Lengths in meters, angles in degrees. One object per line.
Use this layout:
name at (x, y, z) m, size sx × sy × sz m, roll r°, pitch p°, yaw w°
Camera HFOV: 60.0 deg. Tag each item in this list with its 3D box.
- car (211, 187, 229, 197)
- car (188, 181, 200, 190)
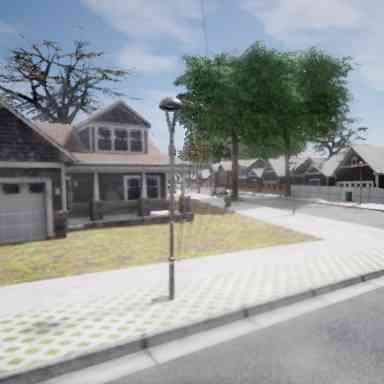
car at (4.607, -0.060, 54.940) m, size 2.033 × 1.411 × 5.357 m, roll -2°, pitch 2°, yaw -10°
car at (1.038, -1.492, 90.675) m, size 1.882 × 1.535 × 5.008 m, roll -2°, pitch 2°, yaw -9°
